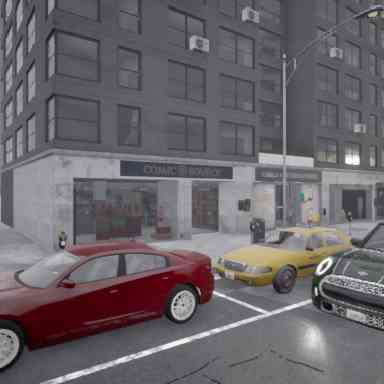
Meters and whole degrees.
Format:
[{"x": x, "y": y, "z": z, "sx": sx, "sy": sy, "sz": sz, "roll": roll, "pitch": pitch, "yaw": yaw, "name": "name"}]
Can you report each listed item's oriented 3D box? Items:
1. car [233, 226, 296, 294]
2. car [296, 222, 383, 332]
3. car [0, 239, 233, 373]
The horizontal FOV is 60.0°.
[{"x": 2.791, "y": 1.525, "z": 8.768, "sx": 4.829, "sy": 1.417, "sz": 1.752, "roll": 0, "pitch": 0, "yaw": -36, "name": "car"}, {"x": 4.406, "y": 1.352, "z": 6.533, "sx": 4.553, "sy": 1.767, "sz": 2.097, "roll": 0, "pitch": 0, "yaw": -36, "name": "car"}, {"x": -1.682, "y": 1.545, "z": 5.569, "sx": 4.507, "sy": 1.381, "sz": 1.887, "roll": 0, "pitch": 0, "yaw": -36, "name": "car"}]
